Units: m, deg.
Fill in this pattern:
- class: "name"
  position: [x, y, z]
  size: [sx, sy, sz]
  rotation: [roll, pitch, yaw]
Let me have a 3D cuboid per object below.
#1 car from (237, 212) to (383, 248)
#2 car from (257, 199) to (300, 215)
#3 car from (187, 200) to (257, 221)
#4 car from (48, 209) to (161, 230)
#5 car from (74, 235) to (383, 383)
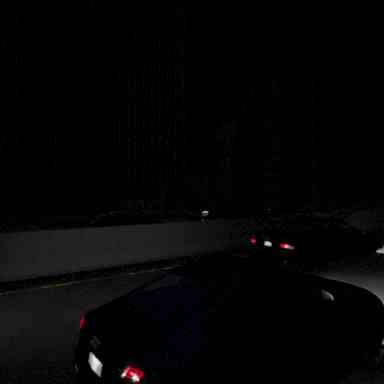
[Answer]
- class: "car"
  position: [4.234, 1.543, 11.063]
  size: [5.357, 1.411, 2.033]
  rotation: [0, 0, -35]
- class: "car"
  position: [8.002, 1.467, 31.186]
  size: [5.008, 1.535, 1.882]
  rotation: [0, 0, -35]
- class: "car"
  position: [1.888, 1.346, 22.531]
  size: [4.553, 1.767, 2.097]
  rotation: [0, 0, -35]
- class: "car"
  position: [-3.613, 1.489, 14.312]
  size: [4.902, 1.511, 2.128]
  rotation: [0, 0, -35]
- class: "car"
  position: [0.729, 1.563, 4.262]
  size: [4.181, 1.385, 1.994]
  rotation: [0, 0, -36]
